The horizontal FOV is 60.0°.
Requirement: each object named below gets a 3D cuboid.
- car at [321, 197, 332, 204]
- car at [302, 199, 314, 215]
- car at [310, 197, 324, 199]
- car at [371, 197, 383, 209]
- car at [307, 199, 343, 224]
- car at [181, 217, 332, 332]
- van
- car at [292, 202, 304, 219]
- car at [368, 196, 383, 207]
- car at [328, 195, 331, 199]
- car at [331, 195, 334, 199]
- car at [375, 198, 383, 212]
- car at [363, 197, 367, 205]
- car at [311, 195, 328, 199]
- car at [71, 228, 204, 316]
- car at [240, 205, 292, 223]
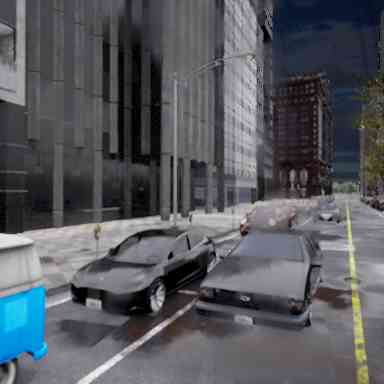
[{"bbox_3d":[30.052,1.886,74.262,1.887,1.381,4.507,0,0,25],"label":"car"},{"bbox_3d":[11.073,1.692,33.340,1.802,1.307,4.206,0,0,25],"label":"car"},{"bbox_3d":[15.746,1.679,43.416,1.752,1.417,4.829,0,0,25],"label":"car"},{"bbox_3d":[25.919,1.755,45.089,1.947,1.339,4.313,0,0,25],"label":"car"},{"bbox_3d":[10.500,1.577,25.766,2.128,1.511,4.902,0,0,25],"label":"car"},{"bbox_3d":[1.908,1.566,7.475,2.033,1.411,5.357,0,0,25],"label":"car"},{"bbox_3d":[-3.161,1.341,2.646,1.690,1.788,3.998,0,0,25],"label":"van"},{"bbox_3d":[6.328,1.615,23.109,1.887,1.381,4.507,0,0,25],"label":"car"},{"bbox_3d":[28.292,1.535,50.207,2.192,1.841,5.009,0,0,25],"label":"car"},{"bbox_3d":[22.935,1.561,58.918,2.192,1.841,5.009,0,0,25],"label":"car"},{"bbox_3d":[27.679,1.624,69.148,2.192,1.841,5.009,0,0,25],"label":"car"},{"bbox_3d":[23.547,1.741,39.974,1.802,1.307,4.206,0,0,25],"label":"car"},{"bbox_3d":[35.410,1.880,65.553,1.947,1.339,4.313,0,0,25],"label":"car"},{"bbox_3d":[18.189,1.499,48.686,2.192,1.841,5.009,0,0,25],"label":"car"},{"bbox_3d":[-0.790,1.580,7.762,1.947,1.339,4.313,0,0,25],"label":"car"},{"bbox_3d":[3.955,1.491,17.994,1.967,1.590,4.097,0,0,25],"label":"car"}]
